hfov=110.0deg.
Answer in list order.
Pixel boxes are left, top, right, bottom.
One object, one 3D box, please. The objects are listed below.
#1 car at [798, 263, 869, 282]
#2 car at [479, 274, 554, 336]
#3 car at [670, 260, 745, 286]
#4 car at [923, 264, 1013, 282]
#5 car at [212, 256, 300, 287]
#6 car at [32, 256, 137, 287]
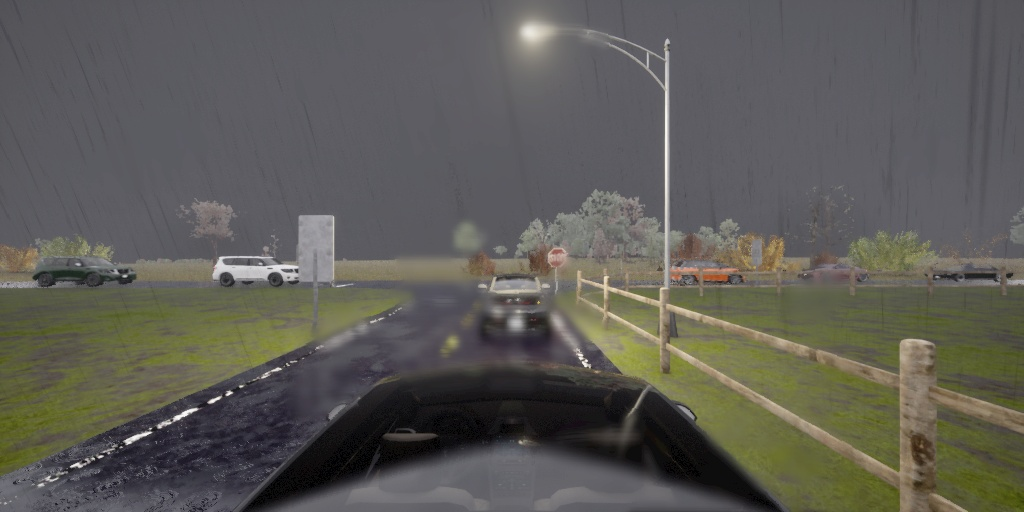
[{"bbox_3d":[24.514,1.253,27.412,4.181,1.385,1.994,0,0,1],"label":"car"},{"bbox_3d":[0.107,1.256,10.456,1.837,1.490,4.892,0,0,0],"label":"car"},{"bbox_3d":[13.285,1.066,24.560,4.553,1.767,2.097,0,0,0],"label":"car"},{"bbox_3d":[34.590,1.276,27.321,4.718,1.301,1.895,0,0,0],"label":"car"},{"bbox_3d":[-17.434,1.016,24.818,5.566,2.045,2.150,0,0,0],"label":"car"},{"bbox_3d":[-29.632,1.050,24.938,5.566,2.045,2.150,0,0,1],"label":"car"}]
